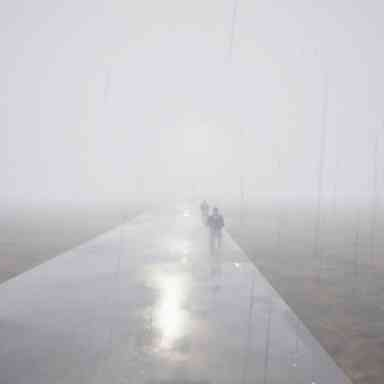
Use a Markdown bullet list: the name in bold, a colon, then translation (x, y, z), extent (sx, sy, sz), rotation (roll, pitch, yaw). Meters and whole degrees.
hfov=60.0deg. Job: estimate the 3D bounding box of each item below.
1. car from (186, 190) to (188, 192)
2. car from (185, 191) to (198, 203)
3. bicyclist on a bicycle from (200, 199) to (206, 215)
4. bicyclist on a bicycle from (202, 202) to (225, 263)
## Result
- **car**: translation (0.019, 0.816, 73.508), extent (1.812, 1.442, 4.674), rotation (0, 1, 0)
- **car**: translation (0.115, 1.064, 56.303), extent (1.812, 1.442, 4.674), rotation (0, 1, 0)
- **bicyclist on a bicycle**: translation (0.762, 1.286, 20.092), extent (0.659, 1.776, 1.843), rotation (0, 1, 0)
- **bicyclist on a bicycle**: translation (0.760, 1.339, 10.883), extent (0.659, 1.776, 1.843), rotation (0, 0, 0)
